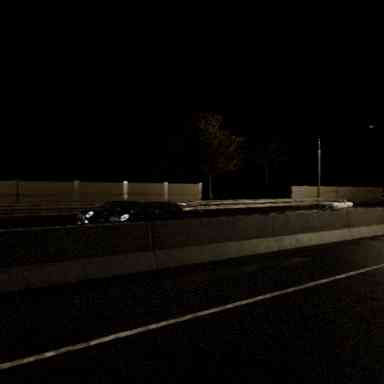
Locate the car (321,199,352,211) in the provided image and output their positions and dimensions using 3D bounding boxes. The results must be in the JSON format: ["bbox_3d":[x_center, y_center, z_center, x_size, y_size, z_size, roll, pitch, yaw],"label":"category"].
[{"bbox_3d":[18.194,1.599,41.889,4.718,1.301,1.895,0,0,-39],"label":"car"}]

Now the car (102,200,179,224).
[{"bbox_3d":[-2.511,1.350,19.403,4.553,1.767,2.097,0,0,-36],"label":"car"}]

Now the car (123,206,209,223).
[{"bbox_3d":[-0.895,1.562,16.256,4.181,1.385,1.994,0,0,-36],"label":"car"}]

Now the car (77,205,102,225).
[{"bbox_3d":[-5.122,1.349,21.839,4.553,1.767,2.097,0,0,-36],"label":"car"}]
